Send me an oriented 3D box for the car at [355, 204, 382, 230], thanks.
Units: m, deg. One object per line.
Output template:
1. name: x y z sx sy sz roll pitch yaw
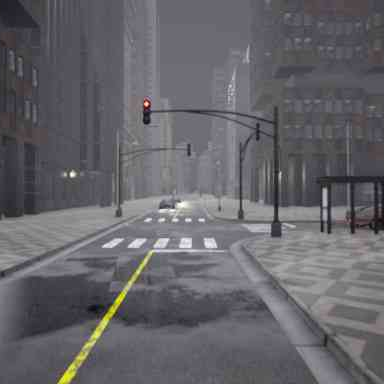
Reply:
1. car: 11.466 1.433 19.253 4.674 1.442 1.812 0 -1 0

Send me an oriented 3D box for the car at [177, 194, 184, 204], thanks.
1. car: -3.160 1.503 65.889 1.882 1.535 5.008 0 0 0

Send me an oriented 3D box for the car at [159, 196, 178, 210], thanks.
1. car: -3.185 1.581 43.278 1.994 1.385 4.181 0 0 0
